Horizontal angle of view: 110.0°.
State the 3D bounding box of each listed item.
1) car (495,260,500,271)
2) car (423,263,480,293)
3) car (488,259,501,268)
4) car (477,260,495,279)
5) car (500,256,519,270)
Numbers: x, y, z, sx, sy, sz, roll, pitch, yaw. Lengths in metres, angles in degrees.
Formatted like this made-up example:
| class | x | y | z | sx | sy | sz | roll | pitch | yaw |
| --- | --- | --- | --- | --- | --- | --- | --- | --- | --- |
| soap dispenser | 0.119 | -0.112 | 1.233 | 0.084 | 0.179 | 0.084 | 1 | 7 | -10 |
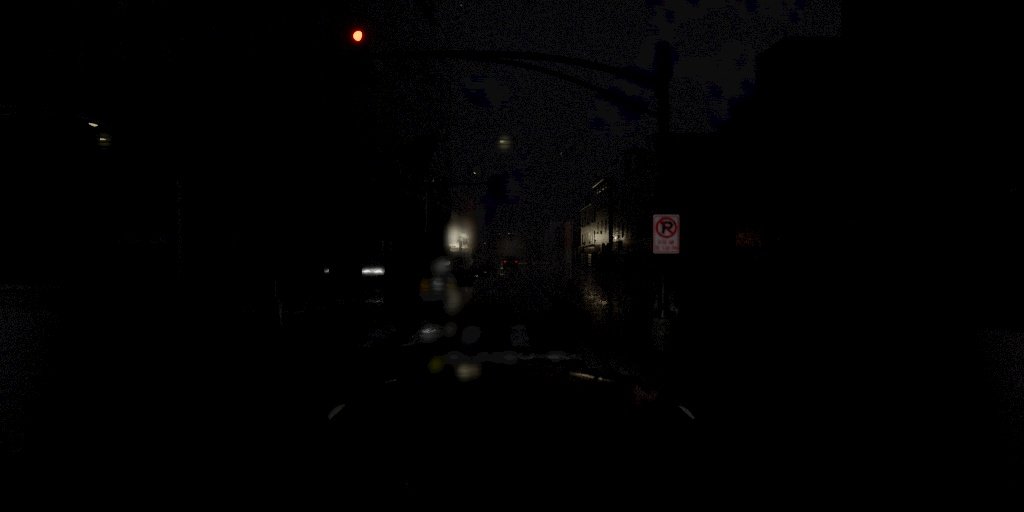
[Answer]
| class | x | y | z | sx | sy | sz | roll | pitch | yaw |
| --- | --- | --- | --- | --- | --- | --- | --- | --- | --- |
| car | -3.015 | 1.307 | 47.284 | 2.033 | 1.411 | 5.357 | 0 | 0 | 0 |
| car | -3.571 | 1.316 | 20.943 | 1.994 | 1.385 | 4.181 | 0 | 0 | 10 |
| car | -2.981 | 1.322 | 62.520 | 2.033 | 1.411 | 5.357 | 0 | 0 | 0 |
| car | -2.969 | 1.301 | 33.002 | 2.033 | 1.411 | 5.357 | 0 | 0 | 0 |
| car | -0.193 | 0.984 | 52.561 | 2.150 | 2.045 | 5.566 | 0 | 0 | 0 |
